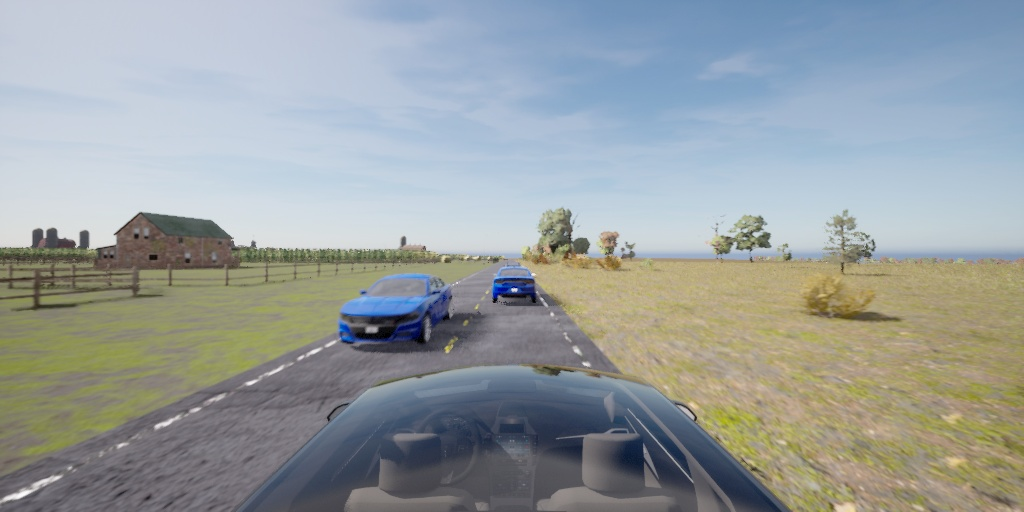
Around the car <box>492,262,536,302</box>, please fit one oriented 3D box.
[{"bbox_3d":[0.103,1.240,17.049,1.882,1.535,5.008,0,0,0],"label":"car"}]

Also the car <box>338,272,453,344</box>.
[{"bbox_3d":[-2.848,1.230,9.775,1.882,1.535,5.008,0,0,0],"label":"car"}]
